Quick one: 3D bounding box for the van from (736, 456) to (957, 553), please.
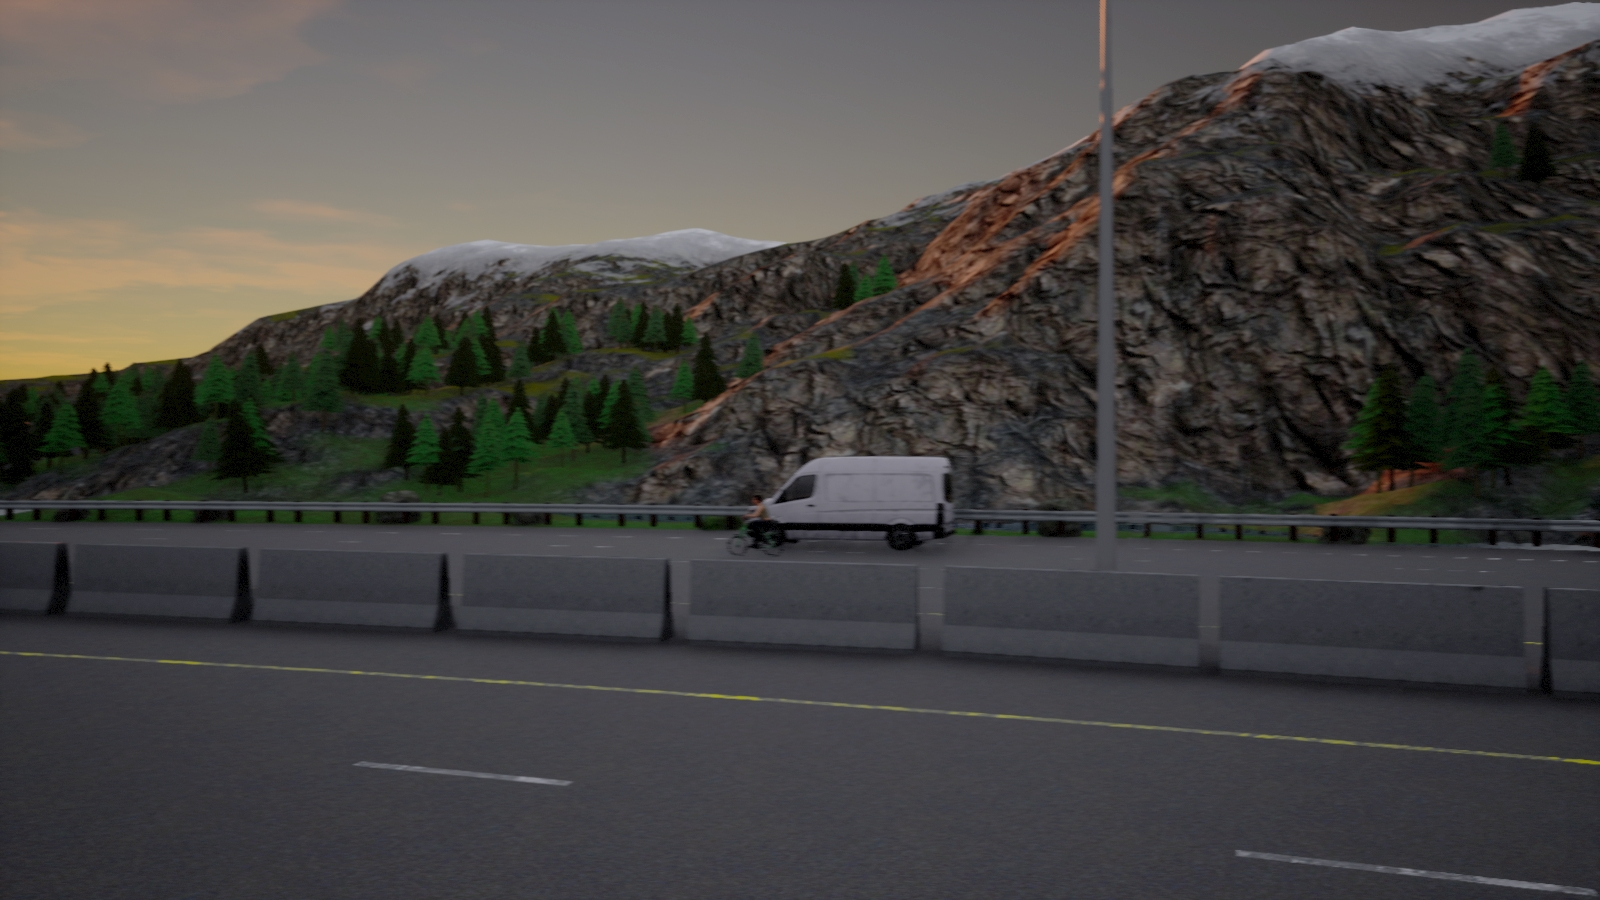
[{"bbox_3d":[1.330,1.467,32.228,5.915,2.561,1.988,0,0,17],"label":"van"}]
